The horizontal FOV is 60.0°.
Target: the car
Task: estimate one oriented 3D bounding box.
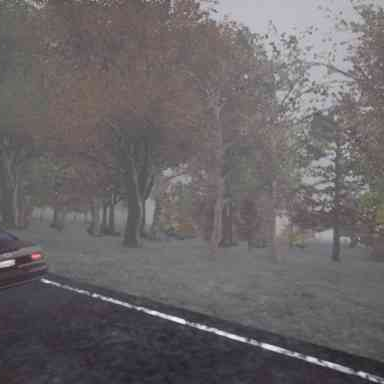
[{"bbox_3d":[-5.544,1.400,7.611,5.357,1.411,2.033,0,2,34],"label":"car"}]
